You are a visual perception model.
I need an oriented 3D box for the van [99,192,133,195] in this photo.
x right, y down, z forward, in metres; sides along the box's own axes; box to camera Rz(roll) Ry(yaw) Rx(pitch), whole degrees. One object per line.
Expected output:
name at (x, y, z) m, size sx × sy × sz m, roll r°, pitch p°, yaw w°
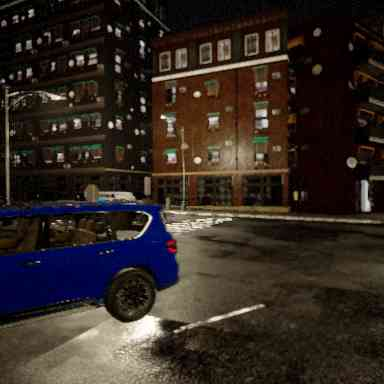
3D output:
van at (-6.930, 0.881, 28.765) m, size 3.998 × 1.788 × 1.690 m, roll 1°, pitch 0°, yaw 25°

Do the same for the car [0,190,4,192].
car at (-22.252, 0.615, 35.885) m, size 5.009 × 1.841 × 2.192 m, roll 1°, pitch 0°, yaw 25°

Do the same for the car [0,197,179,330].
car at (-2.851, 1.223, 5.664) m, size 5.566 × 2.045 × 2.150 m, roll 0°, pitch 0°, yaw -36°

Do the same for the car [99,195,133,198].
car at (-3.980, 1.168, 20.935) m, size 4.902 × 1.511 × 2.128 m, roll 1°, pitch 1°, yaw 26°

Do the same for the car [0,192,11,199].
car at (-15.345, 1.006, 26.272) m, size 4.892 × 1.490 × 1.837 m, roll 1°, pitch 1°, yaw 25°
